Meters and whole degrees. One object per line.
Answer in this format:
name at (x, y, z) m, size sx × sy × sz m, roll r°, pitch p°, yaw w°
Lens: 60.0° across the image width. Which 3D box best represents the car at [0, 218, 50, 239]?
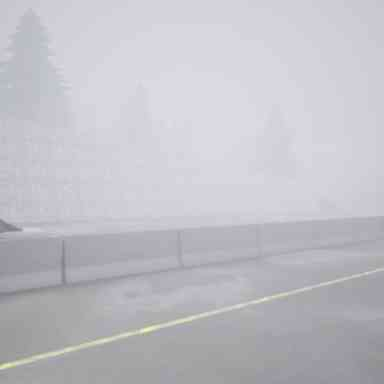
car at (-7.578, 1.605, 11.479) m, size 4.718 × 1.301 × 1.895 m, roll 1°, pitch 0°, yaw -35°
